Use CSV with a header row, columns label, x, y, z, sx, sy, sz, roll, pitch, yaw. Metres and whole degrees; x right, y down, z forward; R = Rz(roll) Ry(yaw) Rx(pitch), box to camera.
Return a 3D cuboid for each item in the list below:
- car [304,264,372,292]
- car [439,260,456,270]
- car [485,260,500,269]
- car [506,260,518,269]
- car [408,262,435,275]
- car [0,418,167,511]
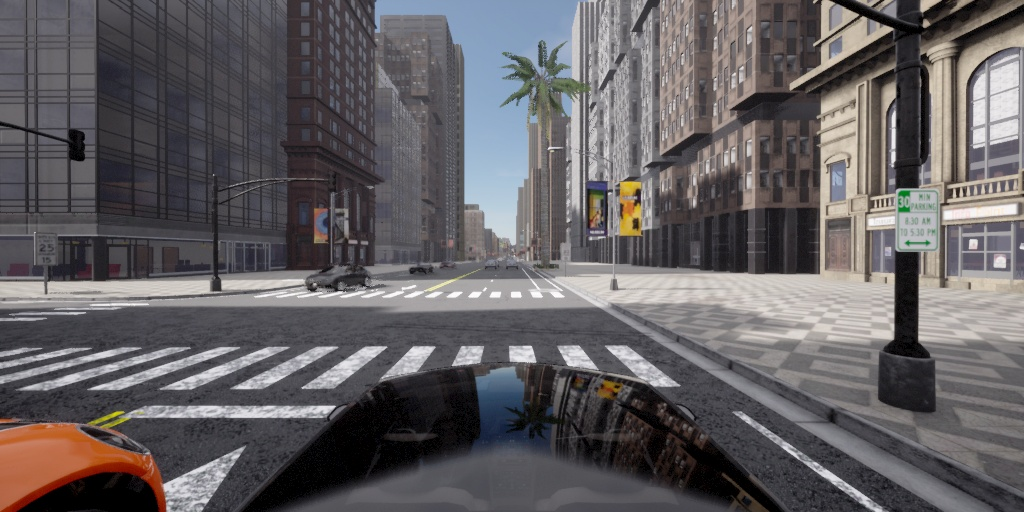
label,x,y,z,sx,sy,sz,roll,pitch,yaw
car,-10.232,1.258,21.510,1.837,1.490,4.892,0,0,6
car,-9.784,1.350,54.785,1.994,1.385,4.181,0,0,1
car,-3.227,1.335,55.736,2.033,1.411,5.357,0,0,0
car,0.023,1.334,55.734,2.033,1.411,5.357,0,0,0
car,-9.827,1.364,39.270,1.895,1.301,4.718,0,0,0
car,-3.150,1.102,0.256,2.097,1.767,4.553,0,0,0
